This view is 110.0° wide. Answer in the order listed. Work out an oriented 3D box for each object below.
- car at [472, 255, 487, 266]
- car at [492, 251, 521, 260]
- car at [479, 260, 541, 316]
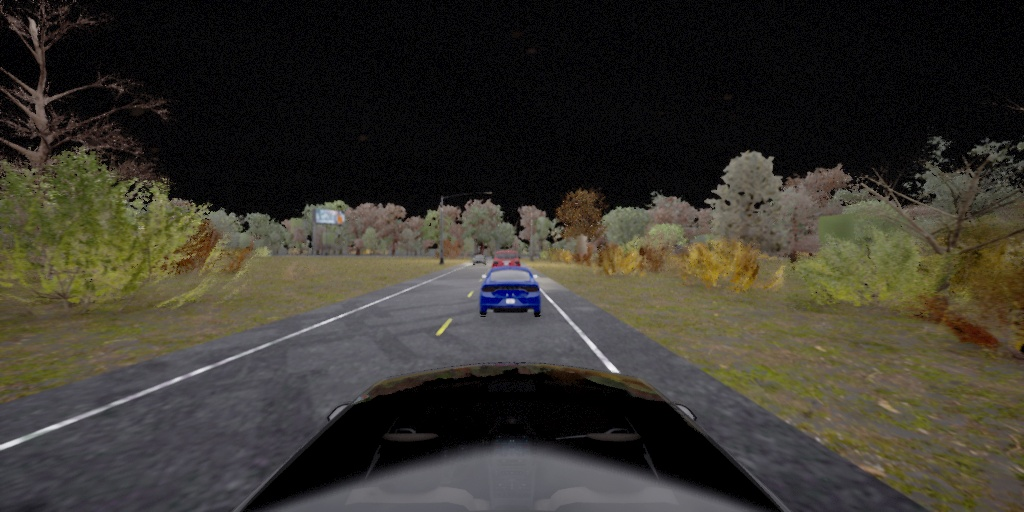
[{"bbox_3d":[-4.674,0.583,52.037,1.837,1.490,4.892,0,1,-1],"label":"car"},{"bbox_3d":[-0.451,0.613,29.197,2.150,2.045,5.566,0,1,-1],"label":"car"},{"bbox_3d":[-0.075,1.087,12.625,1.882,1.535,5.008,0,1,-1],"label":"car"}]
